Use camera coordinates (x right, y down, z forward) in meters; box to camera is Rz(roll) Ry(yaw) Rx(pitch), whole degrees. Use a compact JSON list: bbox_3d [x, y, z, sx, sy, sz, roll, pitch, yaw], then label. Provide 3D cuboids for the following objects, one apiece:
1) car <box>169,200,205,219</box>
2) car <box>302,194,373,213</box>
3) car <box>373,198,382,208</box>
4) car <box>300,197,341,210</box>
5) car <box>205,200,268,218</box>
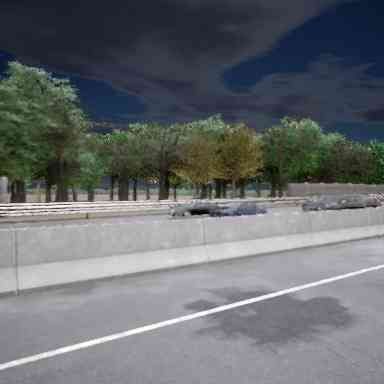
[{"bbox_3d":[0.255,1.464,28.925,4.902,1.511,2.128,0,0,-38],"label":"car"},{"bbox_3d":[10.406,1.162,24.076,5.566,2.045,2.150,-1,0,-35],"label":"car"},{"bbox_3d":[20.648,1.320,39.722,5.357,1.411,2.033,-1,0,-35],"label":"car"},{"bbox_3d":[15.683,1.366,40.502,5.357,1.411,2.033,-1,0,-35],"label":"car"},{"bbox_3d":[4.038,1.506,28.053,5.357,1.411,2.033,0,0,-35],"label":"car"}]
